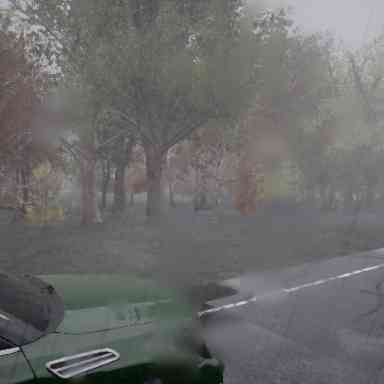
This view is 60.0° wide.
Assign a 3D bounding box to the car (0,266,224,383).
[{"bbox_3d":[-2.378,1.221,2.047,5.566,2.045,2.150,0,0,-36],"label":"car"}]
